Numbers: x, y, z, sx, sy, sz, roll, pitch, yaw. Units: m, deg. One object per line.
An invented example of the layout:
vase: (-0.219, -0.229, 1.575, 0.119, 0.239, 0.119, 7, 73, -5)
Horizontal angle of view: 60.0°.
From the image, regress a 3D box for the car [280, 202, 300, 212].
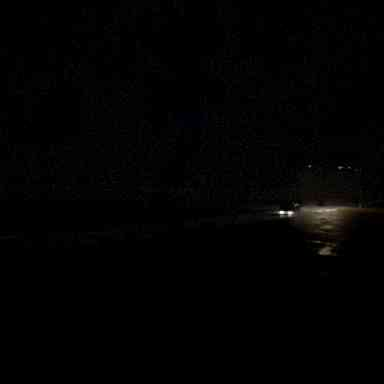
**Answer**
car: (14.613, 2.195, 49.468, 1.994, 1.385, 4.181, 0, -1, 36)
